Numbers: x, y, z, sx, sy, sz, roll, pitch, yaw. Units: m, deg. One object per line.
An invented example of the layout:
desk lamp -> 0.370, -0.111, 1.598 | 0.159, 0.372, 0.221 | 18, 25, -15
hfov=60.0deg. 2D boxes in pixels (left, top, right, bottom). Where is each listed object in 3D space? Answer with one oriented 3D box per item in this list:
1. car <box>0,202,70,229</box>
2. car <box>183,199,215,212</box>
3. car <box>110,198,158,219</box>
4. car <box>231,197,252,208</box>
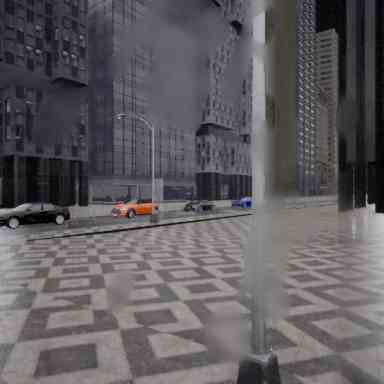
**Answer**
car -> -10.527, 1.458, 21.890 | 1.882, 1.535, 5.008 | 0, 0, 36
car -> 0.864, 1.519, 37.453 | 1.994, 1.385, 4.181 | 0, 0, 36
car -> -5.036, 1.320, 29.392 | 2.097, 1.767, 4.553 | 0, 0, 36
car -> 7.309, 1.418, 46.161 | 1.882, 1.535, 5.008 | 0, 1, 38
